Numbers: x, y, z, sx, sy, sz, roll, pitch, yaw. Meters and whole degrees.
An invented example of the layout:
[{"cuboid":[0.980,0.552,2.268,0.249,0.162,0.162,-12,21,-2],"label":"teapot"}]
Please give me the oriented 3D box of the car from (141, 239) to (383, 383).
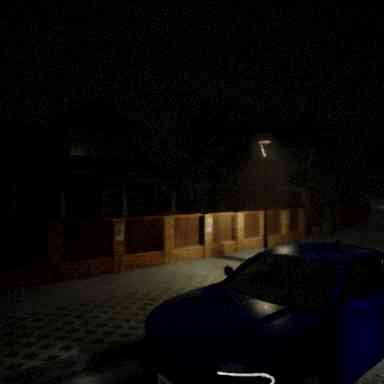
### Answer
[{"cuboid":[1.664,1.509,4.681,5.008,1.535,1.882,0,0,-40],"label":"car"}]
